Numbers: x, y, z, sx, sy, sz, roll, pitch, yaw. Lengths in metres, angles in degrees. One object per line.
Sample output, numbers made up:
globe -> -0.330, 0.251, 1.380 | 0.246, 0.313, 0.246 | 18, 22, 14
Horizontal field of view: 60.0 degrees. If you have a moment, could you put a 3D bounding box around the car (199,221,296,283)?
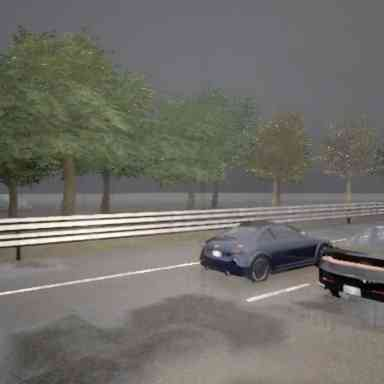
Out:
car -> 2.264, 1.541, 9.663 | 4.181, 1.385, 1.994 | 0, 0, -36

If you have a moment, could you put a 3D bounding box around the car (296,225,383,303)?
car -> 4.716, 1.467, 7.115 | 4.902, 1.511, 2.128 | 0, 0, -36
